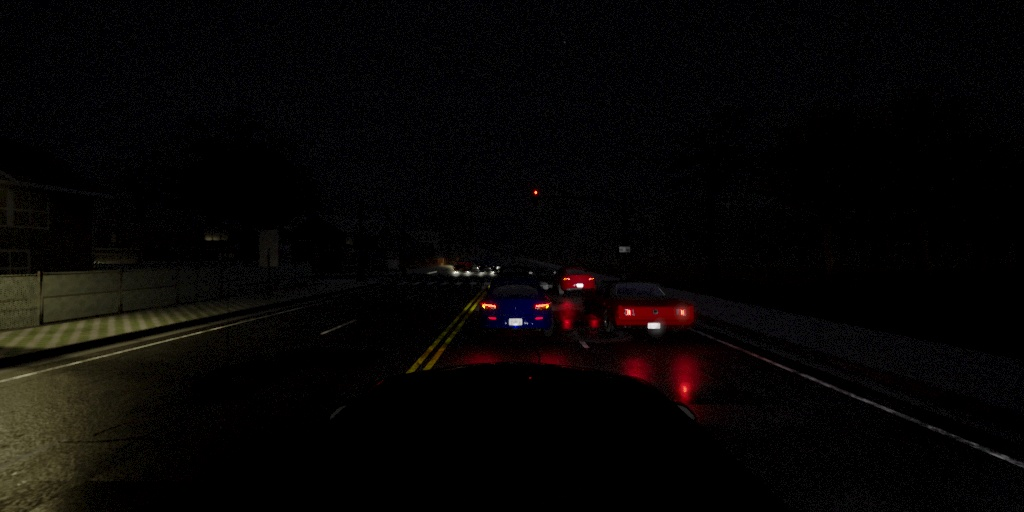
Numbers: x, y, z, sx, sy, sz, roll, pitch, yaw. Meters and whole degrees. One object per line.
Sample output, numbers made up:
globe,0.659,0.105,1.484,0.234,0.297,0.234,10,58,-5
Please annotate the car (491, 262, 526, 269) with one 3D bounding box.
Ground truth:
car,0.071,1.251,19.404,1.837,1.490,4.892,0,0,0

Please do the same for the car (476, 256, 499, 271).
car,-3.310,0.950,49.030,2.150,2.045,5.566,0,0,0

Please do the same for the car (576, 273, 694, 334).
car,3.342,1.349,10.623,1.895,1.301,4.718,0,0,0

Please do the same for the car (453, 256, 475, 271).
car,-6.555,1.081,48.216,2.097,1.767,4.553,0,0,0

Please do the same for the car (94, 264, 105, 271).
car,-34.365,1.348,30.510,5.357,1.411,2.033,0,0,0

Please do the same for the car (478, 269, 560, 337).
car,0.089,1.274,10.143,1.812,1.442,4.674,0,0,0

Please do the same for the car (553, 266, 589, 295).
car,3.324,1.272,19.730,1.812,1.442,4.674,0,0,0
